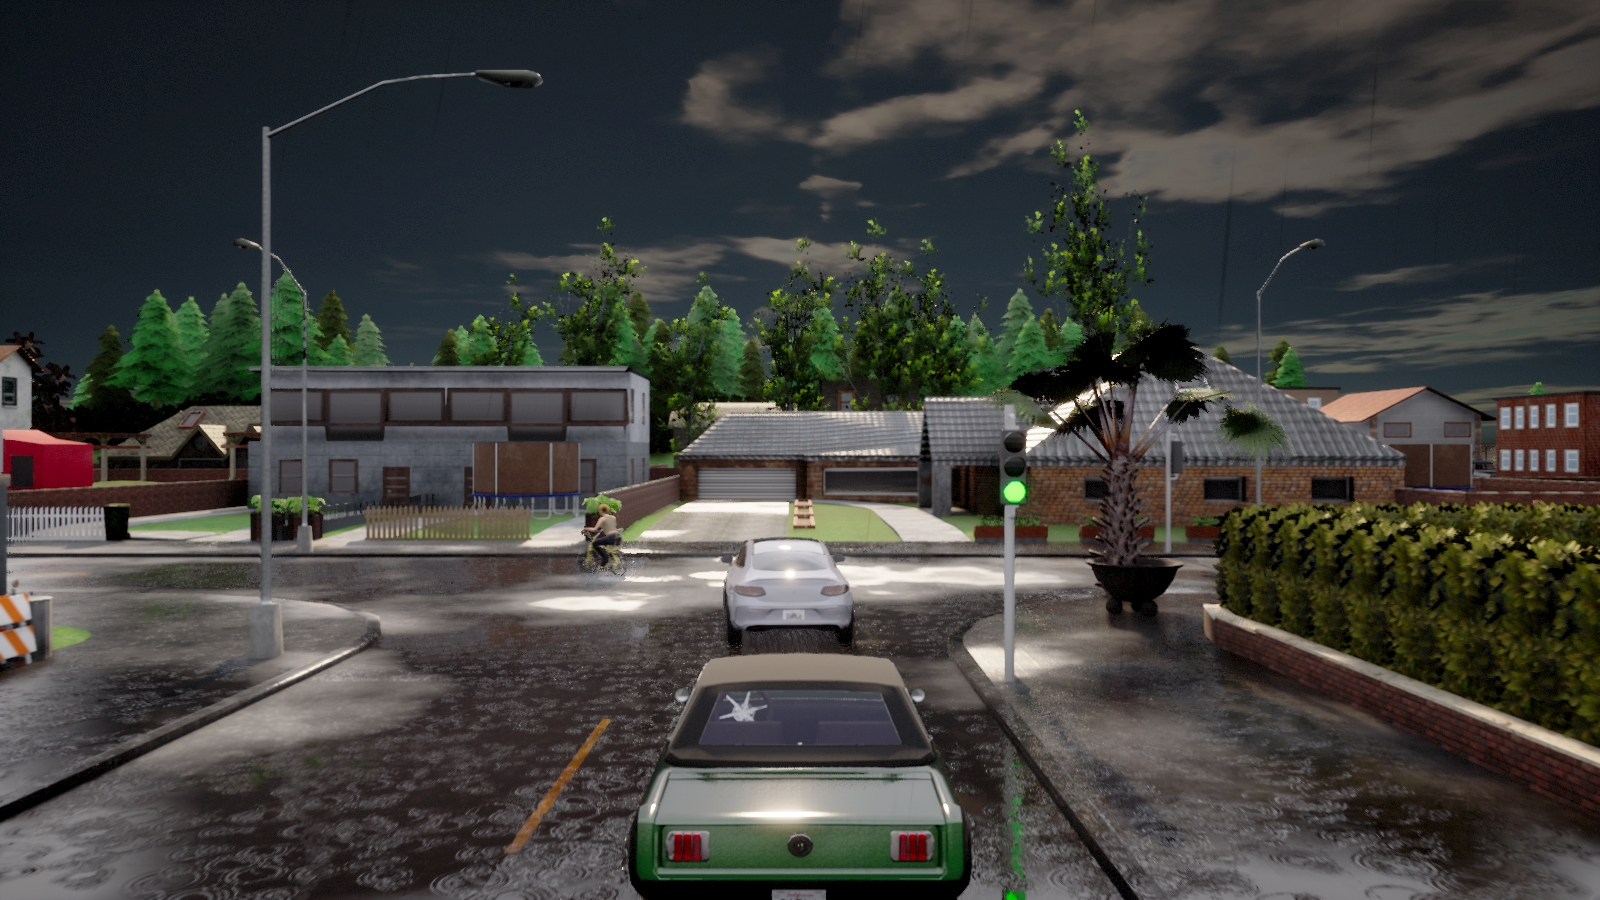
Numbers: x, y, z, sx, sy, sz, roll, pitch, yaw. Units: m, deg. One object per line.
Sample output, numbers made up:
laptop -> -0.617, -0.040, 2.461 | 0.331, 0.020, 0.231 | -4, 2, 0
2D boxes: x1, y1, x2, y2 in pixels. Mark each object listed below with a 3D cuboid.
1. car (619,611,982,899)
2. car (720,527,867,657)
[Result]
car -> 0.001, 2.153, 8.326 | 1.895, 1.301, 4.718 | 0, 0, 0
car -> -0.233, 2.078, 17.842 | 2.002, 1.442, 4.674 | 0, 0, -4
